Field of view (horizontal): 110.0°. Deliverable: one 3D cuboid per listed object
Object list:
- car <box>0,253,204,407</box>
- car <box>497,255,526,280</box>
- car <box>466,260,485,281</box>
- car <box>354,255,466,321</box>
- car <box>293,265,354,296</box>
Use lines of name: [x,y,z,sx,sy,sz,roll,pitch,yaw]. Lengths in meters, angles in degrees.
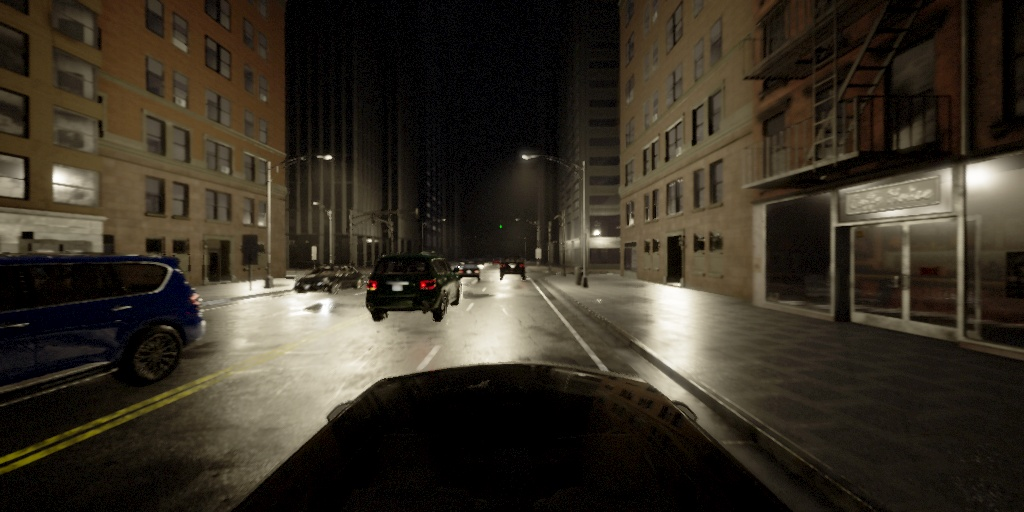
car: [-6.602,0.983,4.084,2.150,2.045,5.566,0,0,0]
car: [0.049,0.958,31.449,2.150,2.045,5.566,0,0,0]
car: [-3.597,1.290,30.364,2.033,1.411,5.357,0,0,-6]
car: [-3.168,0.975,12.583,2.150,2.045,5.566,0,0,0]
car: [-9.856,1.268,19.669,1.837,1.490,4.892,0,0,0]
